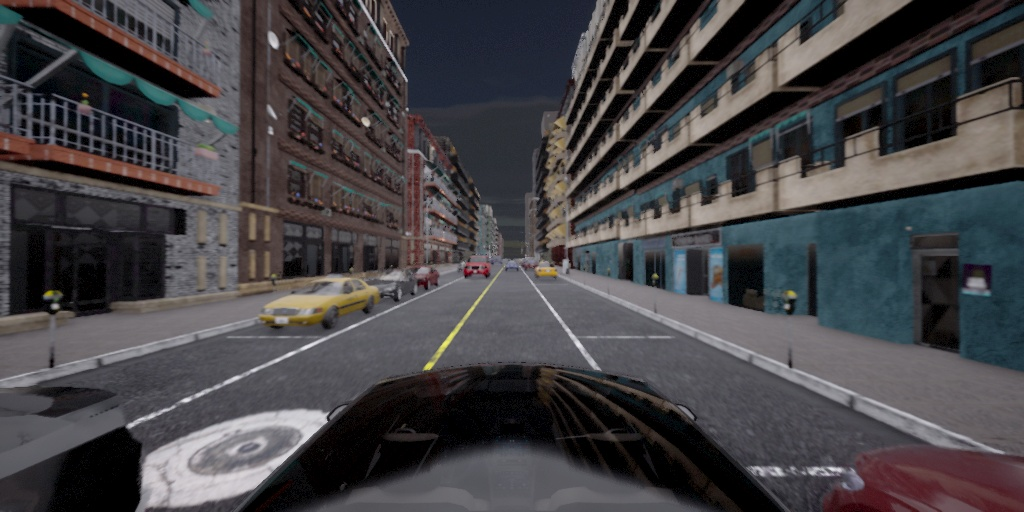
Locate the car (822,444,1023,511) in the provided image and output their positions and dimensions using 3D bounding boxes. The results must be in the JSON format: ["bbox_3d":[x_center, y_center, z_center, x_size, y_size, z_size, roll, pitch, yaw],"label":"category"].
[{"bbox_3d":[2.693,1.332,0.378,1.802,1.307,4.207,0,0,0],"label":"car"}]

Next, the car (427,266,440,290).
[{"bbox_3d":[-5.696,1.290,22.483,1.888,1.381,4.507,0,0,0],"label":"car"}]

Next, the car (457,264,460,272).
[{"bbox_3d":[-5.703,1.293,44.576,2.007,1.370,4.403,0,0,0],"label":"car"}]

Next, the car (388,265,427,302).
[{"bbox_3d":[-5.694,1.297,16.959,2.007,1.370,4.403,0,0,0],"label":"car"}]

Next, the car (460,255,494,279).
[{"bbox_3d":[-3.107,0.965,33.088,2.150,2.045,5.566,0,0,0],"label":"car"}]

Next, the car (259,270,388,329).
[{"bbox_3d":[-5.692,1.273,11.266,1.751,1.417,4.829,0,0,0],"label":"car"}]

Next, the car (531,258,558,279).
[{"bbox_3d":[2.990,1.199,32.340,1.801,1.575,5.366,0,0,0],"label":"car"}]

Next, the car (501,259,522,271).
[{"bbox_3d":[0.001,1.290,48.263,2.033,1.411,5.357,0,0,0],"label":"car"}]

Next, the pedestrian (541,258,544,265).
[{"bbox_3d":[2.989,1.037,35.341,0.375,1.860,0.375,1,-1,0],"label":"pedestrian"}]

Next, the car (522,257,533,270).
[{"bbox_3d":[2.676,1.182,50.089,1.967,1.591,4.097,0,0,0],"label":"car"}]
